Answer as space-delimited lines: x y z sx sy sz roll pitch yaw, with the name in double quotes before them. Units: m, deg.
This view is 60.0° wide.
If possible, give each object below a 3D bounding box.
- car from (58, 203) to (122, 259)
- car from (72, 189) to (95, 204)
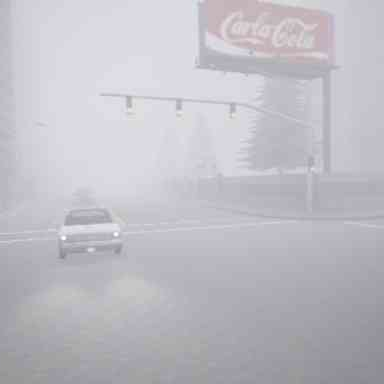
"car" -3.589 1.292 11.592 1.895 1.301 4.718 -2 2 -18
"car" -11.376 0.440 34.904 2.097 1.767 4.553 -2 2 -18
